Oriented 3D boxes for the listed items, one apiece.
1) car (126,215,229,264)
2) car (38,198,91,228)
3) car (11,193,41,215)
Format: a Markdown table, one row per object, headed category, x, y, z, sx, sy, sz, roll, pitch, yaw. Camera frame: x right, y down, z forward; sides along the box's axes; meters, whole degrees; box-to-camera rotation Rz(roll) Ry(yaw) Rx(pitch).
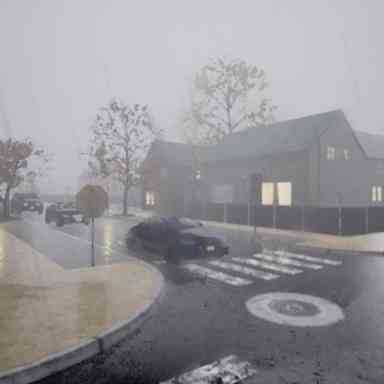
| category | x | y | z | sx | sy | sz | roll | pitch | yaw |
| --- | --- | --- | --- | --- | --- | --- | --- | --- | --- |
| car | -0.640 | 1.508 | 11.622 | 1.994 | 1.385 | 4.181 | 1 | 0 | -37 |
| car | -8.185 | 1.396 | 21.730 | 2.128 | 1.511 | 4.902 | 1 | 0 | -37 |
| car | -16.115 | 1.085 | 32.367 | 2.150 | 2.045 | 5.566 | 1 | 0 | -37 |
